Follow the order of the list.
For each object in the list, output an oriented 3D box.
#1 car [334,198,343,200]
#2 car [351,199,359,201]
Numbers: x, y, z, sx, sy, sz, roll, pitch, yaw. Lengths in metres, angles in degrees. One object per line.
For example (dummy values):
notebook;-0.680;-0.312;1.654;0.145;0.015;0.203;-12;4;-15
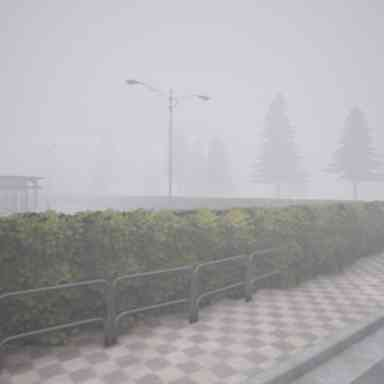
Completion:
car;36.544;2.136;82.918;1.895;1.301;4.718;0;0;5
car;35.699;2.112;72.980;1.994;1.385;4.181;0;0;5
